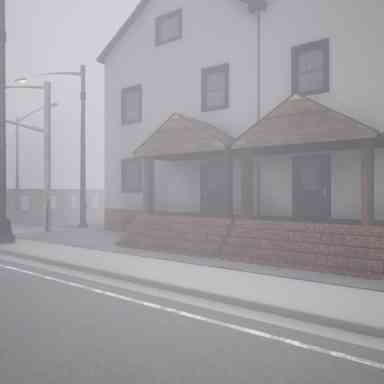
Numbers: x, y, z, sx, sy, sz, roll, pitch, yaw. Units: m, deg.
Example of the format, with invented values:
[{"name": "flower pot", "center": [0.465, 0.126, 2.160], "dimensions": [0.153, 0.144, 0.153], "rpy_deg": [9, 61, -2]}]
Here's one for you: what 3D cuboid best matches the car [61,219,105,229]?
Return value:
[{"name": "car", "center": [-10.602, 3.511, 34.067], "dimensions": [2.033, 1.411, 5.357], "rpy_deg": [0, -8, 35]}]
